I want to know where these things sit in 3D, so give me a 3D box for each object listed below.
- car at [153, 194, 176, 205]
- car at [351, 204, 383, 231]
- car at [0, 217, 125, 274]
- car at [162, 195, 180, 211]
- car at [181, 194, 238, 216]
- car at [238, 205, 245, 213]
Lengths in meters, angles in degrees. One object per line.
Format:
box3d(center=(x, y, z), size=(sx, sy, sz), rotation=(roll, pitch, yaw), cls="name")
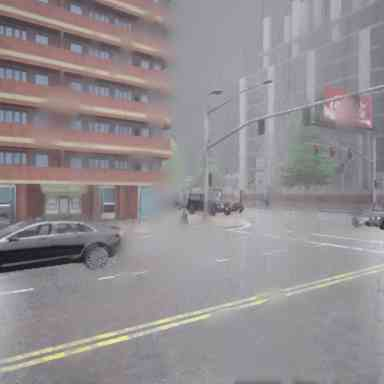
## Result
box3d(center=(-5.112, 1.352, 61.123), size=(2.097, 1.767, 4.553), rotation=(0, 0, -35), cls="car")
box3d(center=(11.875, 1.491, 20.703), size=(4.902, 1.511, 2.128), rotation=(0, 0, -35), cls="car")
box3d(center=(-4.372, 1.491, 9.465), size=(4.902, 1.511, 2.128), rotation=(0, 0, -35), cls="car")
box3d(center=(-3.900, 1.352, 40.724), size=(2.097, 1.767, 4.553), rotation=(0, 0, -35), cls="car")
box3d(center=(1.629, 1.222, 32.816), size=(2.150, 2.045, 5.566), rotation=(0, 0, -35), cls="car")
box3d(center=(3.553, 1.601, 36.174), size=(1.895, 1.301, 4.718), rotation=(0, 0, -35), cls="car")
